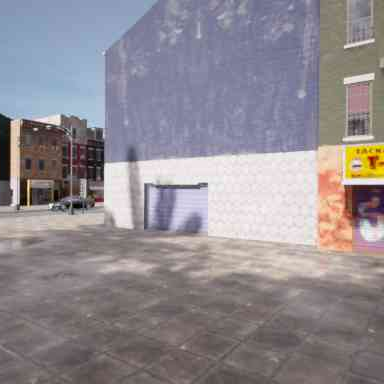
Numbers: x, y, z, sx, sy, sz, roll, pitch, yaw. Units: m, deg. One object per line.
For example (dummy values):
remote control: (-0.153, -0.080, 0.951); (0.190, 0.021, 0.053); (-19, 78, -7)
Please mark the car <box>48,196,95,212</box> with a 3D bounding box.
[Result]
car: (-12.369, 1.182, 34.426); (2.128, 1.511, 4.902); (1, 1, 36)
